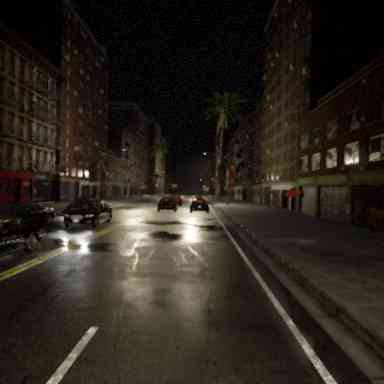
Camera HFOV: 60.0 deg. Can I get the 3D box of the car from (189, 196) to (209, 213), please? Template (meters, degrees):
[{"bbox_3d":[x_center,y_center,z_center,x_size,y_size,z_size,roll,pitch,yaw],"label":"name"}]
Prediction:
[{"bbox_3d":[0.742,1.396,34.053,1.994,1.385,4.181,1,0,0],"label":"car"}]

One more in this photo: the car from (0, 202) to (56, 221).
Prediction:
[{"bbox_3d":[-9.516,1.270,18.563,2.033,1.411,5.357,1,0,2],"label":"car"}]

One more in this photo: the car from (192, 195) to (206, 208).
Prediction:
[{"bbox_3d":[0.959,1.239,45.445,1.882,1.535,5.008,1,1,1],"label":"car"}]

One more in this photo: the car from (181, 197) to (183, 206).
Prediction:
[{"bbox_3d":[-2.279,1.167,46.718,1.882,1.535,5.008,1,1,1],"label":"car"}]

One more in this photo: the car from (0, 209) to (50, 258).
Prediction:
[{"bbox_3d":[-6.438,1.427,10.207,1.895,1.301,4.718,1,0,1],"label":"car"}]

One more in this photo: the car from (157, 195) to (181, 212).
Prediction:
[{"bbox_3d":[-2.498,1.240,35.045,1.882,1.535,5.008,1,0,1],"label":"car"}]

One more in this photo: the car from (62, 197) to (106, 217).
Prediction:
[{"bbox_3d":[-9.265,1.214,29.085,2.033,1.411,5.357,1,0,1],"label":"car"}]

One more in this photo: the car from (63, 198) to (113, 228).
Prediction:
[{"bbox_3d":[-6.224,1.269,20.442,2.128,1.511,4.902,1,0,1],"label":"car"}]
